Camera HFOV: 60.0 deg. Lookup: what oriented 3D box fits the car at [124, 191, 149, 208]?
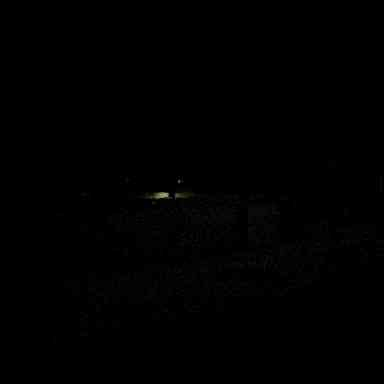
[{"bbox_3d":[-7.585,0.912,41.510,2.150,2.045,5.566,0,1,-39],"label":"car"}]
